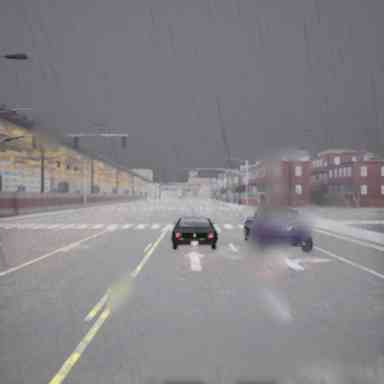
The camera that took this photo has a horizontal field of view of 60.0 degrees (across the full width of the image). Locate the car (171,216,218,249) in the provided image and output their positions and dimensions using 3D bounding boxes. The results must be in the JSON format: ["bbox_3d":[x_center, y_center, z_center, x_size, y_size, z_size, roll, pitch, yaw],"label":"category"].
[{"bbox_3d":[0.099,1.738,15.171,1.895,1.301,4.718,0,-1,0],"label":"car"}]

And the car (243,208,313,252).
[{"bbox_3d":[3.598,1.486,14.716,2.097,1.767,4.553,0,-1,-1],"label":"car"}]
